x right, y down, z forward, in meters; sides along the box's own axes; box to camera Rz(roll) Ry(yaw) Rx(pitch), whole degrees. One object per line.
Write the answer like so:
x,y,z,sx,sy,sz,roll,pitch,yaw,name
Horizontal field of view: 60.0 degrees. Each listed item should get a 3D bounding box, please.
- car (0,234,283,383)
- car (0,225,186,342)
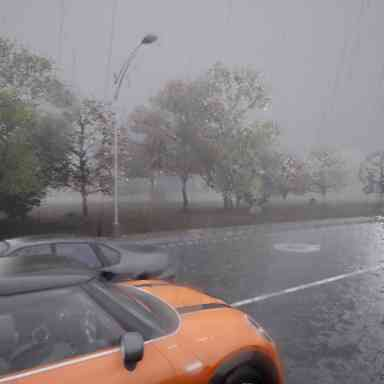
-1.326,1.352,2.794,4.553,1.767,2.097,0,0,-35,car
-2.897,1.547,6.216,5.357,1.411,2.033,0,0,-35,car
